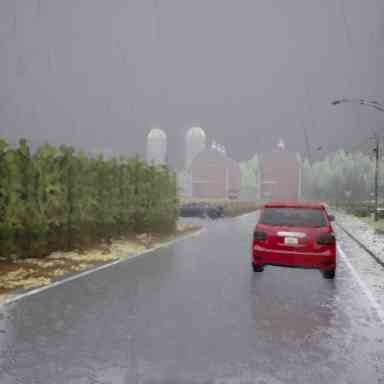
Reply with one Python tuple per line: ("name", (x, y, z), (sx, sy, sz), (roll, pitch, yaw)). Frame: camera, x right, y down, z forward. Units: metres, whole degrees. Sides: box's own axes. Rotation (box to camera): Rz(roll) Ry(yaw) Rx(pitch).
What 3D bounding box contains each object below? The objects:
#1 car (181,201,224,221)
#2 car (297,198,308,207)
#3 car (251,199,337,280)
("car", (0.279, 1.534, 27.775), (4.892, 1.490, 1.837), (1, -3, 28))
("car", (20.899, 1.986, 62.964), (1.812, 1.442, 4.674), (1, 0, 19))
("car", (3.283, 1.294, 10.592), (2.150, 2.045, 5.566), (1, 0, 19))
